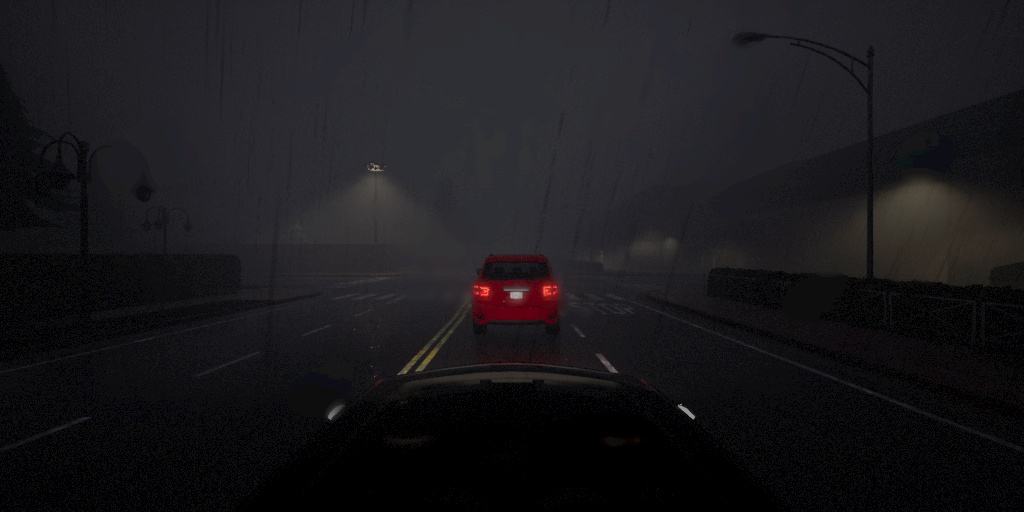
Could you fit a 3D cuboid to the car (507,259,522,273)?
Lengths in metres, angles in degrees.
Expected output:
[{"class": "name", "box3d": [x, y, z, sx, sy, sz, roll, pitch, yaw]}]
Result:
[{"class": "car", "box3d": [0.317, 1.228, 45.553, 1.882, 1.535, 5.008, 0, 0, 1]}]

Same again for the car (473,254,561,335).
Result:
[{"class": "car", "box3d": [0.113, 0.971, 10.698, 2.150, 2.045, 5.566, 0, 0, 0]}]
